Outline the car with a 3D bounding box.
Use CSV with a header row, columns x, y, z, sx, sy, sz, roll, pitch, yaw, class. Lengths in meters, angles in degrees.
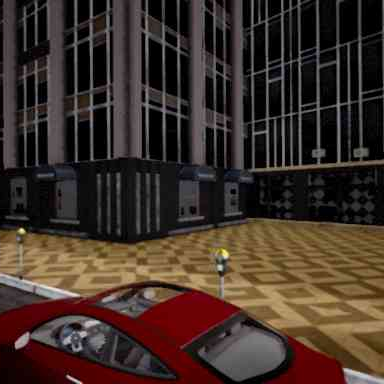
x,y,z,sx,sy,sz,roll,pitch,yaw,class
-0.653,1.604,3.339,4.206,1.307,1.802,-1,0,35,car
